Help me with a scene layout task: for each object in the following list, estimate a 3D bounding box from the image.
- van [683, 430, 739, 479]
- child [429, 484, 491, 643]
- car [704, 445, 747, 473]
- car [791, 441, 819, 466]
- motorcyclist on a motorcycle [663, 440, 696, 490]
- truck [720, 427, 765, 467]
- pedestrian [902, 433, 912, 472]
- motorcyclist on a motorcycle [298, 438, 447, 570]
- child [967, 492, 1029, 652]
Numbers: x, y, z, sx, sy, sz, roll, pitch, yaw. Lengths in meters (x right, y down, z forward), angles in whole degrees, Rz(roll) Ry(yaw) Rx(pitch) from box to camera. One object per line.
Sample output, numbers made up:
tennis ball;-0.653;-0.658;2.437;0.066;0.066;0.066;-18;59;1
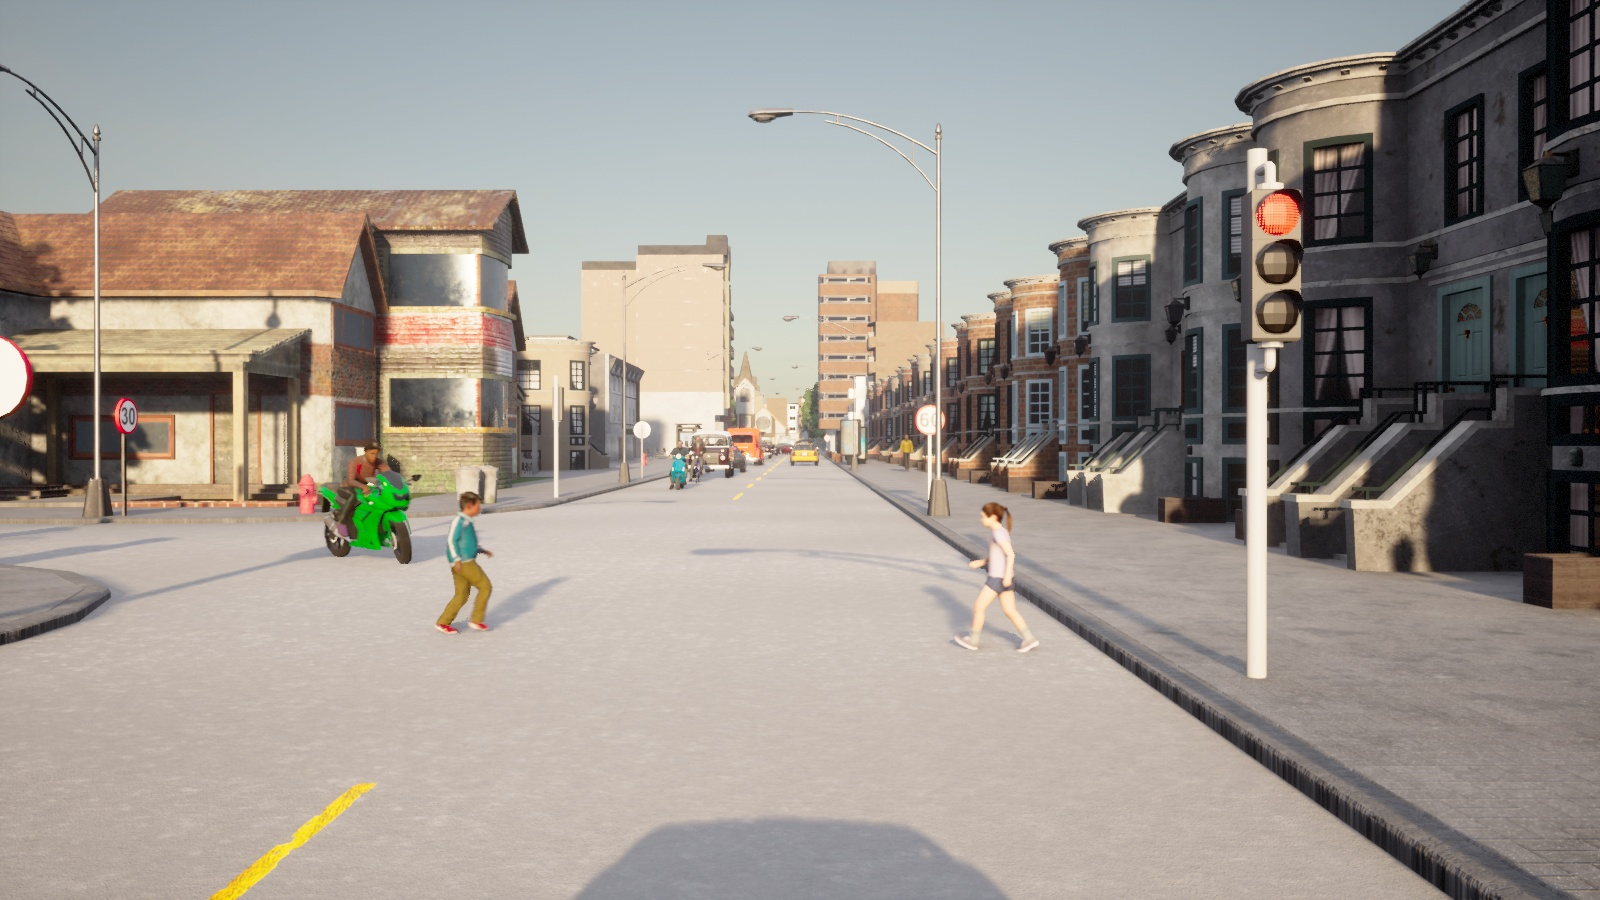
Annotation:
van;-3.807;0.160;54.387;2.069;2.038;4.480;0;0;0
child;-2.645;0.865;9.756;0.448;1.192;0.343;0;0;-18
car;-3.775;0.444;64.332;1.994;1.385;4.181;0;0;0
car;0.301;0.214;83.520;1.801;1.575;5.366;0;0;0
motorcyclist on a motorcycle;-3.856;0.469;40.343;0.866;1.590;1.817;0;0;0
truck;-3.705;-0.206;81.945;2.627;2.467;5.204;0;0;0
pedestrian;5.063;0.125;59.381;0.431;1.840;0.709;0;0;5
motorcyclist on a motorcycle;-5.397;0.634;15.804;2.044;1.523;0.797;1;3;40
child;1.419;0.864;9.000;0.394;1.110;0.255;0;0;20
